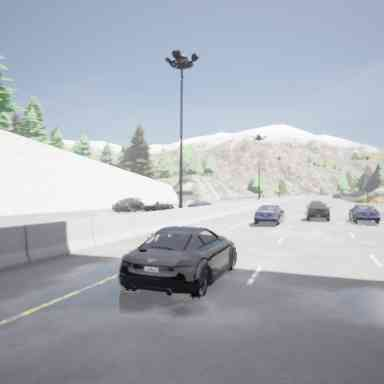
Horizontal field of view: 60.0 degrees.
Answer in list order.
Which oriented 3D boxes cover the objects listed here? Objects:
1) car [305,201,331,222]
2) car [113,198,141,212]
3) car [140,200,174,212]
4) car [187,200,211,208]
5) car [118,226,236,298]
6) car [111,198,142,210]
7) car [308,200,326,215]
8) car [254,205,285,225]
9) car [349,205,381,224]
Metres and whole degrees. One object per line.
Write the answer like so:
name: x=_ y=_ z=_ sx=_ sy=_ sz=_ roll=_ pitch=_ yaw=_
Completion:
car: x=10.992 y=1.704 z=29.008 sx=1.837 sy=1.490 sz=4.892 roll=0 pitch=0 yaw=20
car: x=-7.548 y=1.479 z=39.943 sx=2.097 sy=1.767 sz=4.553 roll=0 pitch=0 yaw=20
car: x=-3.944 y=1.750 z=39.594 sx=1.895 sy=1.301 sz=4.718 roll=0 pitch=0 yaw=21
car: x=1.005 y=1.744 z=42.806 sx=2.033 sy=1.411 sz=5.357 roll=0 pitch=0 yaw=21
car: x=-0.146 y=1.601 z=8.823 sx=1.994 sy=1.385 sz=4.181 roll=0 pitch=0 yaw=20
car: x=-8.971 y=1.623 z=46.110 sx=1.882 sy=1.535 sz=5.008 roll=0 pitch=0 yaw=21
car: x=14.497 y=1.770 z=38.560 sx=1.837 sy=1.490 sz=4.892 roll=0 pitch=0 yaw=20
car: x=6.020 y=1.699 z=25.621 sx=2.033 sy=1.411 sz=5.357 roll=0 pitch=0 yaw=20
car: x=14.121 y=1.760 z=27.379 sx=2.033 sy=1.411 sz=5.357 roll=0 pitch=0 yaw=20
